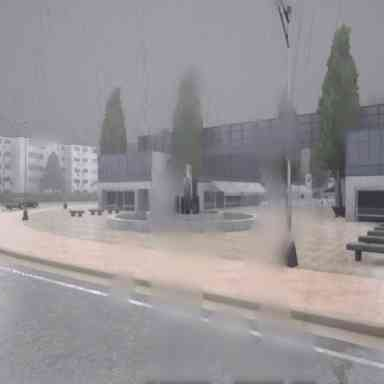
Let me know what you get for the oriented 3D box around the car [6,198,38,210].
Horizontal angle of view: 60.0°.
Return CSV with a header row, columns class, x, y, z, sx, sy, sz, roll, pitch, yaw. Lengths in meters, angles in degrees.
class,x,y,z,sx,sy,sz,roll,pitch,yaw
car,-21.859,1.490,43.015,2.128,1.511,4.902,0,0,5
